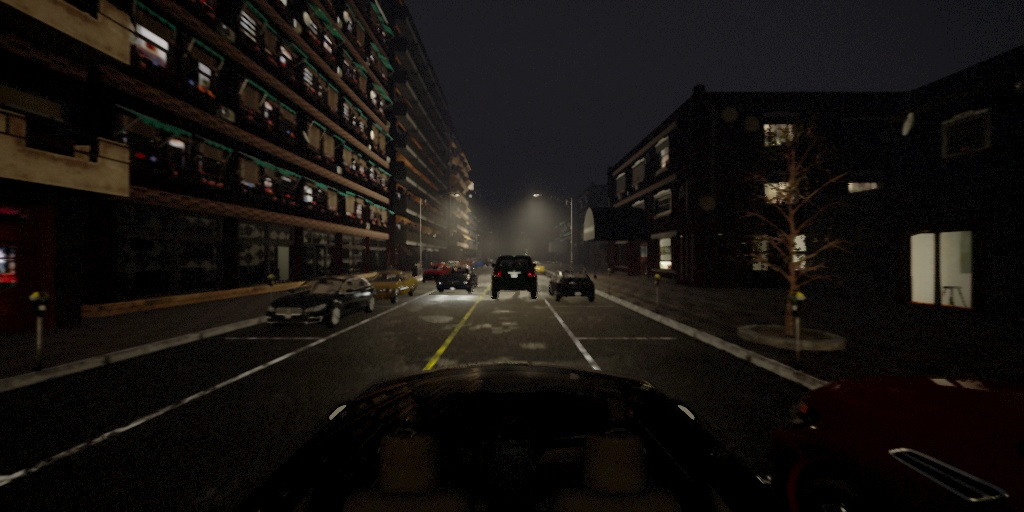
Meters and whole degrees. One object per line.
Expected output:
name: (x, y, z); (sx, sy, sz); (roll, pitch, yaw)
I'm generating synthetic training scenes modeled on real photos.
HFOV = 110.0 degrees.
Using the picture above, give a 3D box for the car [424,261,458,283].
car: (-5.682, 1.306, 27.902); (1.888, 1.381, 4.507); (0, 0, 0)

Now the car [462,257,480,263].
car: (-5.677, 1.090, 44.519); (2.192, 1.841, 5.009); (0, 0, 0)

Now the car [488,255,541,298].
car: (0.105, 0.976, 18.768); (2.150, 2.045, 5.566); (0, 0, 0)

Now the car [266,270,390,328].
car: (-5.688, 1.302, 11.283); (2.007, 1.370, 4.403); (0, 0, 0)

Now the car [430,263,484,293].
car: (-3.059, 1.304, 21.183); (2.033, 1.411, 5.357); (0, 0, 0)

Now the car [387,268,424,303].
car: (-5.686, 1.279, 16.652); (1.751, 1.417, 4.829); (0, 0, 0)

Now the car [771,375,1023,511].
car: (2.689, 1.065, 0.203); (2.192, 1.841, 5.009); (0, 0, 0)

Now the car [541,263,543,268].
car: (2.702, 1.294, 39.147); (1.751, 1.417, 4.829); (0, 0, 0)

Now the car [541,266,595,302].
car: (2.695, 1.304, 16.820); (2.007, 1.370, 4.403); (0, 0, 0)

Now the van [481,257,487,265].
van: (-5.671, 1.139, 61.136); (1.690, 1.789, 3.998); (0, 0, 0)

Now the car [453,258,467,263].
car: (-5.680, 1.204, 33.440); (1.967, 1.591, 4.097); (0, 0, 0)
